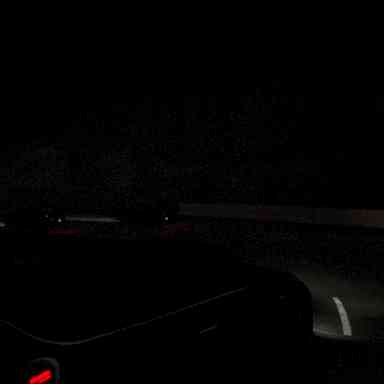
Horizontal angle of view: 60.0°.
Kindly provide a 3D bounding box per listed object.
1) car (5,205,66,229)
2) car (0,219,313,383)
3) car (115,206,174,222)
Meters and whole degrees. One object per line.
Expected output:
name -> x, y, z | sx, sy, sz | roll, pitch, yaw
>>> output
car -> -10.594, 1.638, 22.573 | 4.674, 1.442, 1.812 | 0, 0, 28
car -> -0.222, 1.380, 4.228 | 2.097, 1.767, 4.553 | -1, -1, 42
car -> -3.910, 1.769, 26.908 | 4.718, 1.301, 1.895 | 0, 0, 28
